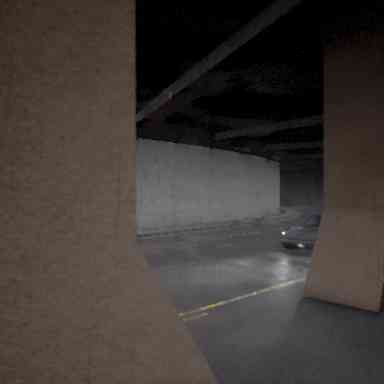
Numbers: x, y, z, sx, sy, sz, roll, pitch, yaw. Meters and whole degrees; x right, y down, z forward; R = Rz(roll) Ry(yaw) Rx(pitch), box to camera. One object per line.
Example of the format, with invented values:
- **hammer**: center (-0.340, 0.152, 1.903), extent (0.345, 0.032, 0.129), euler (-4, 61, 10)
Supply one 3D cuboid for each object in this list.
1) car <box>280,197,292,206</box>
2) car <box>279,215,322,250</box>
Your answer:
- **car**: center (16.006, 1.668, 60.104), extent (2.128, 1.511, 4.902), euler (0, 0, -24)
- **car**: center (5.512, 1.637, 13.605), extent (4.718, 1.301, 1.895), euler (0, 0, -45)
